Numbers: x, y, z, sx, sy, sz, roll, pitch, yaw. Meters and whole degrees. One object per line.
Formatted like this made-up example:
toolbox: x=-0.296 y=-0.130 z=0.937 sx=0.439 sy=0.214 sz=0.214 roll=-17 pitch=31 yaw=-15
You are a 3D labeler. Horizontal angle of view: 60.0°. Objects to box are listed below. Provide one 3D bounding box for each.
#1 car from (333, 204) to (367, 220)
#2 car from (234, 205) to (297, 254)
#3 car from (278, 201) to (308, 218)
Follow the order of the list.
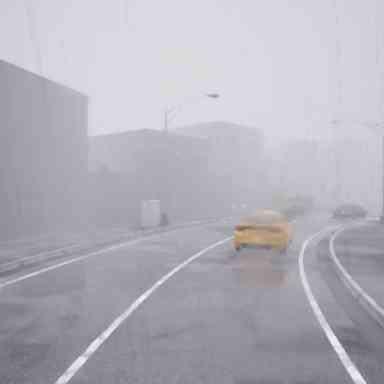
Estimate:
car: x=14.619 y=1.775 z=30.668 sx=1.994 sy=1.385 sz=4.181 roll=2 pitch=0 yaw=42
car: x=3.120 y=1.515 z=13.926 sx=1.882 sy=1.535 sz=5.008 roll=1 pitch=0 yaw=21
car: x=8.678 y=1.564 z=29.674 sx=1.882 sy=1.535 sz=5.008 roll=1 pitch=0 yaw=41
